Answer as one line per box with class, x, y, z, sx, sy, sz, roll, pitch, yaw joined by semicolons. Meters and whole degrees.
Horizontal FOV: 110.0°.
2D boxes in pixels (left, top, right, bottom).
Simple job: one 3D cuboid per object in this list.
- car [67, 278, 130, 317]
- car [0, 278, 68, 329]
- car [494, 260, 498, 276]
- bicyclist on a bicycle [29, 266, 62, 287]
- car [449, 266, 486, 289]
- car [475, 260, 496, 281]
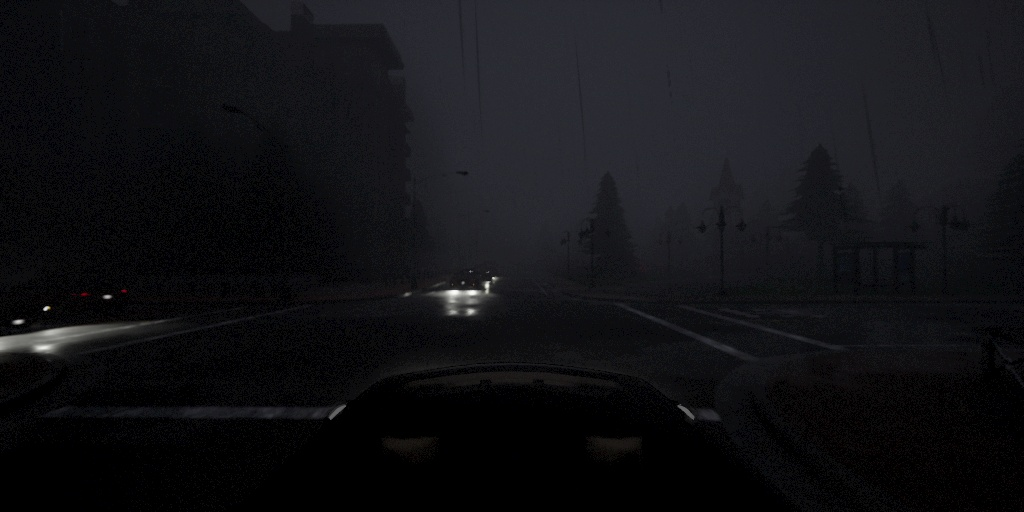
car;-17.398;1.533;13.690;4.181;1.385;1.994;0;-1;1
car;-16.467;1.467;10.046;5.357;1.411;2.033;0;-1;0
car;-2.969;1.572;47.000;2.150;2.045;5.566;0;-1;1
bicyclist on a bicycle;-22.747;1.335;17.549;0.582;1.620;1.656;0;0;0
car;-3.254;1.640;25.961;1.994;1.385;4.181;0;-1;1
car;-3.117;1.567;36.598;2.097;1.767;4.553;0;-1;1
